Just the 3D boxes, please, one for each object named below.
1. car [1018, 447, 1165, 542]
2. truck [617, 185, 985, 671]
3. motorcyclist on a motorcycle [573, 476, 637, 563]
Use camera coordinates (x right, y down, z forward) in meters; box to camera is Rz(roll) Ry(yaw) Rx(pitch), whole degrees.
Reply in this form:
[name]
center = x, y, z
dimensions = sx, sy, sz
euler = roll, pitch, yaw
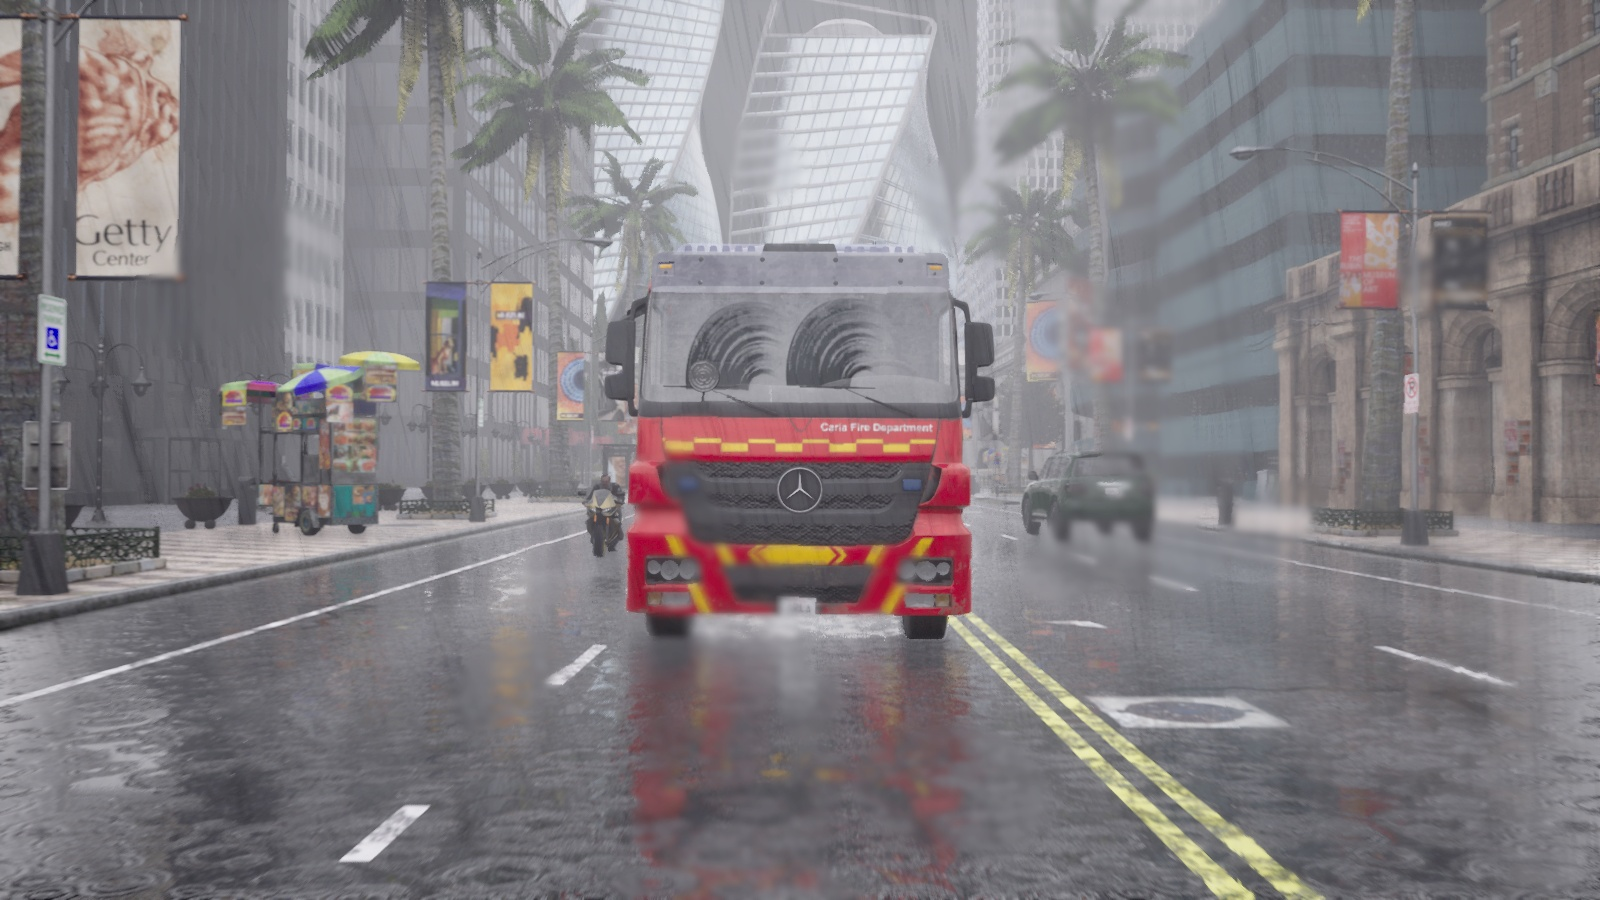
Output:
[car]
center = 6.806, 1.018, 30.043
dimensions = 2.150, 2.045, 5.566
euler = 0, -1, -1
[truck]
center = -0.023, -0.109, 14.152
dimensions = 2.891, 3.827, 8.468
euler = 0, -1, 0
[motorcyclist on a motorcycle]
center = -3.600, 1.262, 23.372
dimensions = 0.866, 1.530, 2.191
euler = 0, -1, -1
